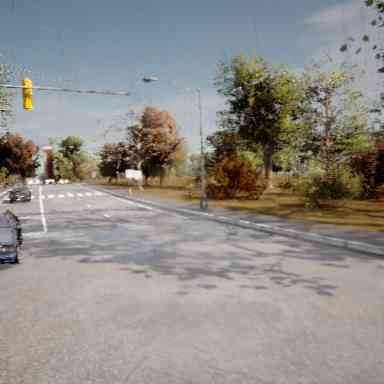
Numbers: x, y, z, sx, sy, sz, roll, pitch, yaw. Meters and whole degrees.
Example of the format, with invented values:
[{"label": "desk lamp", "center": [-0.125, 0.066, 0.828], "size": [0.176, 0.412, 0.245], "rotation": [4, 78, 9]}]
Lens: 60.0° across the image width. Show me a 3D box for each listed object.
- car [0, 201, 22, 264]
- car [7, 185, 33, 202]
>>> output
[{"label": "car", "center": [-6.540, 1.330, 10.681], "size": [2.033, 1.411, 5.357], "rotation": [-4, 4, -25]}, {"label": "car", "center": [-17.085, 0.132, 33.194], "size": [1.837, 1.490, 4.892], "rotation": [-3, 5, -25]}]
